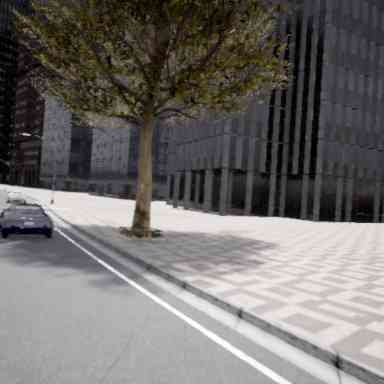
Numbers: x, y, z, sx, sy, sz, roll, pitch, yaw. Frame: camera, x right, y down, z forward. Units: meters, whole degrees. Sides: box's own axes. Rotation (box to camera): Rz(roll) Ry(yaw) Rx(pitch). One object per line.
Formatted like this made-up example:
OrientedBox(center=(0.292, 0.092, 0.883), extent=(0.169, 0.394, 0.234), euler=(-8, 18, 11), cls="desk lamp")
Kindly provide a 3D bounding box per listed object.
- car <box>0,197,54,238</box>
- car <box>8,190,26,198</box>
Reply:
OrientedBox(center=(-7.597, 1.192, 15.199), extent=(1.994, 1.385, 4.181), euler=(4, -1, -31), cls="car")
OrientedBox(center=(-20.491, 0.502, 38.922), extent=(1.812, 1.442, 4.674), euler=(4, 0, -29), cls="car")
